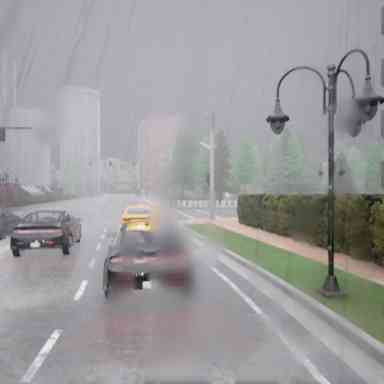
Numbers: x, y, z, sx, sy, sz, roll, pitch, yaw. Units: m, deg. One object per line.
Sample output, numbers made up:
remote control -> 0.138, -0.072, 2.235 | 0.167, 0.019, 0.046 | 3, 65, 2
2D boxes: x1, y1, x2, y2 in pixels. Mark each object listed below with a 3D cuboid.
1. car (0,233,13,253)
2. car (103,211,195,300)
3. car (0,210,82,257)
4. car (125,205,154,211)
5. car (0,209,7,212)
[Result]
car -> -3.956, 1.517, 3.626 | 1.812, 1.442, 4.674 | 0, 0, -6
car -> -1.125, 1.473, 8.450 | 2.128, 1.511, 4.902 | 0, 0, -9
car -> -5.450, 1.462, 12.903 | 2.128, 1.511, 4.902 | 0, 0, -12
car -> -2.817, 1.438, 17.793 | 1.882, 1.535, 5.008 | 0, 0, -10
car -> -9.775, 1.528, 16.162 | 1.994, 1.385, 4.181 | 0, 0, -12
